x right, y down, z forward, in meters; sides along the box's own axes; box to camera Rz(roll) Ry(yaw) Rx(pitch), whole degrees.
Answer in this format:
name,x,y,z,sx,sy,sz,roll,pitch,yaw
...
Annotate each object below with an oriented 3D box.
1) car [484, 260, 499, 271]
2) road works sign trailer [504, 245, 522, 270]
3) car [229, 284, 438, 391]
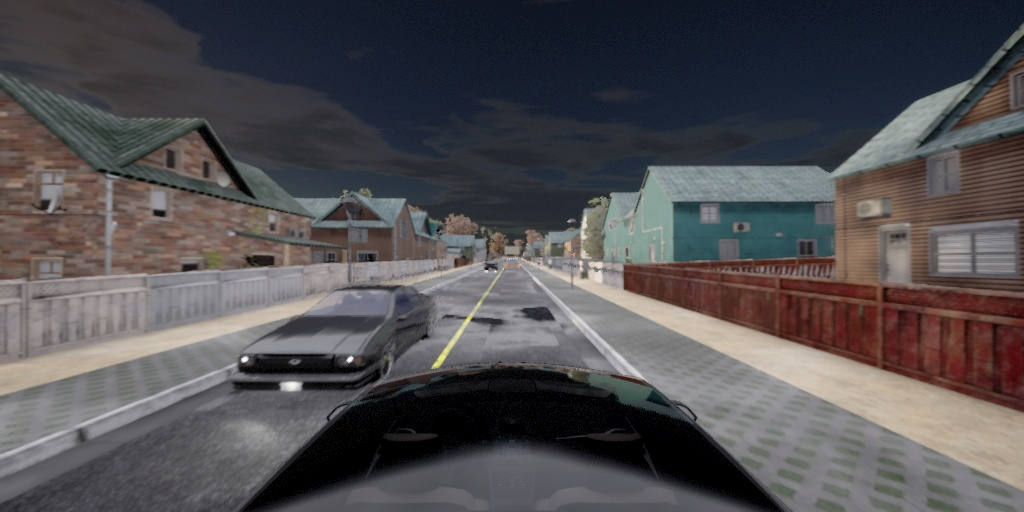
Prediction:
name,x,y,z,sx,sy,sz,roll,pitch,yaw
car,-2.802,1.294,49.635,2.033,1.411,5.357,0,0,0
road works sign trailer,0.026,0.210,51.933,2.380,3.560,2.880,0,0,0
car,-2.846,1.299,7.284,2.033,1.411,5.357,0,0,0
